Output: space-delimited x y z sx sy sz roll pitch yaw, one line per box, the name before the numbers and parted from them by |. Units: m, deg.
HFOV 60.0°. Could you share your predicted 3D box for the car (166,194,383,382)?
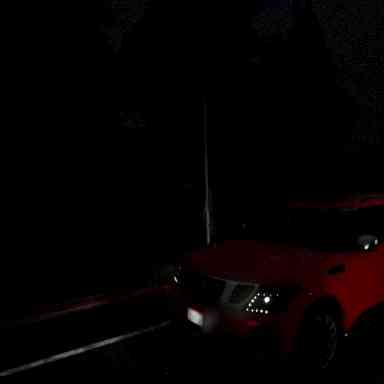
car | 2.259 1.092 5.664 5.566 2.045 2.150 -2 1 -36
